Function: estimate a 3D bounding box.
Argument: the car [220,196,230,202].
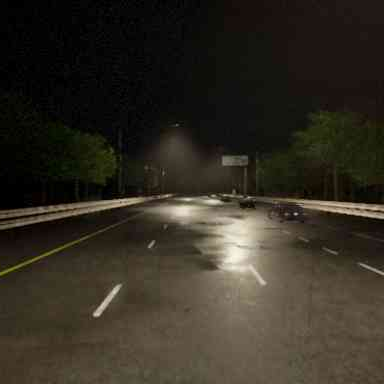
[{"bbox_3d":[7.308,1.535,73.549,1.994,1.385,4.181,0,0,0],"label":"car"}]

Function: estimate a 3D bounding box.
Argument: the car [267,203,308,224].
[{"bbox_3d":[7.039,1.549,24.947,2.033,1.411,5.357,0,0,0],"label":"car"}]

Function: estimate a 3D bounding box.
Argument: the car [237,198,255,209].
[{"bbox_3d":[7.113,1.493,43.974,2.128,1.511,4.902,0,0,0],"label":"car"}]
